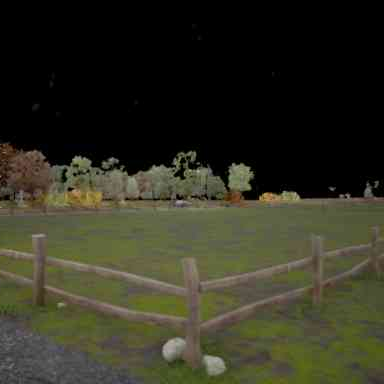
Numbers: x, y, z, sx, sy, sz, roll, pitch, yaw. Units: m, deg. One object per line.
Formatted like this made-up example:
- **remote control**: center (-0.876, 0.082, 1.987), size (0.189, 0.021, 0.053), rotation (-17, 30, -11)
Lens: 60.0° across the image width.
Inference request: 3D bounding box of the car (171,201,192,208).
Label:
- **car**: center (-2.298, 2.503, 68.048), size (2.033, 1.411, 5.357), rotation (-2, -2, 40)
